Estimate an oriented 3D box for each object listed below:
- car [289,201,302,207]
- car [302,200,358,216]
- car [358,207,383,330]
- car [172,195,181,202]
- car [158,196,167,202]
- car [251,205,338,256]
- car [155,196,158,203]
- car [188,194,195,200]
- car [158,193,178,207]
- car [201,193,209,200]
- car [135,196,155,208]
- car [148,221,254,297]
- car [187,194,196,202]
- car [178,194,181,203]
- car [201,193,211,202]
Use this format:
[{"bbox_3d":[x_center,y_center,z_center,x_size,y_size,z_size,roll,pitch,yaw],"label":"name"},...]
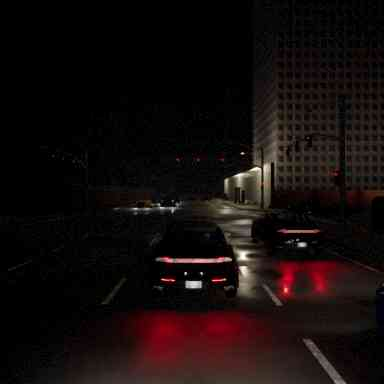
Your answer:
[{"bbox_3d":[12.347,1.580,35.948,4.674,1.442,1.812,0,0,4],"label":"car"},{"bbox_3d":[13.592,1.655,32.273,4.718,1.301,1.895,0,0,-1],"label":"car"},{"bbox_3d":[3.598,1.222,2.203,2.150,2.045,5.566,0,0,0],"label":"car"},{"bbox_3d":[-3.597,1.476,77.415,1.882,1.535,5.008,0,0,0],"label":"car"},{"bbox_3d":[-7.101,1.586,80.364,1.895,1.301,4.718,0,0,0],"label":"car"},{"bbox_3d":[3.565,1.491,13.165,2.128,1.511,4.902,0,0,0],"label":"car"},{"bbox_3d":[-7.117,1.476,65.314,1.882,1.535,5.008,0,0,0],"label":"car"},{"bbox_3d":[-0.111,1.325,89.071,1.837,1.490,4.892,0,0,0],"label":"car"},{"bbox_3d":[-3.650,1.351,51.436,2.097,1.767,4.553,0,0,0],"label":"car"},{"bbox_3d":[3.389,1.181,89.044,2.097,1.767,4.553,0,0,0],"label":"car"},{"bbox_3d":[-7.153,1.476,49.321,1.882,1.535,5.008,0,0,0],"label":"car"},{"bbox_3d":[0.046,1.491,8.547,2.128,1.511,4.902,0,0,0],"label":"car"},{"bbox_3d":[-0.099,1.345,78.818,2.097,1.767,4.553,0,0,0],"label":"car"},{"bbox_3d":[-3.598,1.223,66.772,2.150,2.045,5.566,0,0,0],"label":"car"},{"bbox_3d":[3.401,1.490,78.851,1.837,1.490,4.892,0,0,0],"label":"car"}]
